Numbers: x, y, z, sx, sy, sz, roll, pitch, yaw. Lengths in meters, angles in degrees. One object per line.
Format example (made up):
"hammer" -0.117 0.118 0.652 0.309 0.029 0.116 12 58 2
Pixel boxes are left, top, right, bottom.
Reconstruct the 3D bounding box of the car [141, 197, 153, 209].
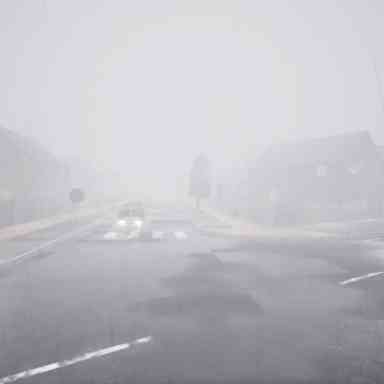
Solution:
"car" -6.131 1.378 44.085 1.812 1.442 4.674 1 0 -4

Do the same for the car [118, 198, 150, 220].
"car" -4.813 1.464 27.354 1.994 1.385 4.181 1 0 -5
